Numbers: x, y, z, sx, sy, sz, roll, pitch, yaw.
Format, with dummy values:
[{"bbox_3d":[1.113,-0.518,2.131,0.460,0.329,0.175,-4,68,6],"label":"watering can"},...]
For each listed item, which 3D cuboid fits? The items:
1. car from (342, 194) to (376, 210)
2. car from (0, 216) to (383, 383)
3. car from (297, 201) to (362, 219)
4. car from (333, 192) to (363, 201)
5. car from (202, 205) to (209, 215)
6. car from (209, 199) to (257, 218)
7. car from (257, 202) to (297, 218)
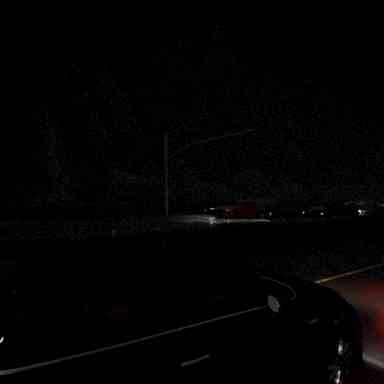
[{"bbox_3d":[20.773,1.366,40.710,4.674,1.442,1.812,0,0,-36],"label":"car"},{"bbox_3d":[-0.107,1.351,3.668,4.553,1.767,2.097,0,0,-36],"label":"car"},{"bbox_3d":[10.085,1.549,24.274,4.718,1.301,1.895,0,0,-36],"label":"car"},{"bbox_3d":[21.703,1.039,45.736,5.566,2.045,2.150,0,0,-36],"label":"car"},{"bbox_3d":[3.218,1.460,32.262,4.892,1.490,1.837,0,0,-36],"label":"car"},{"bbox_3d":[4.201,1.439,28.648,5.008,1.535,1.882,0,0,-36],"label":"car"},{"bbox_3d":[7.656,1.515,26.835,4.181,1.385,1.994,0,0,-36],"label":"car"}]
